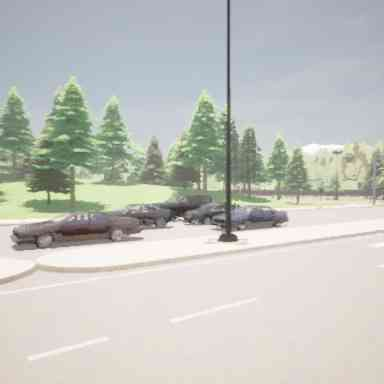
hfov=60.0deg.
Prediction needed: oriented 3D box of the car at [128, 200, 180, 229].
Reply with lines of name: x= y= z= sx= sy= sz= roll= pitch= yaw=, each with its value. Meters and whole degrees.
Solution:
car: x=-3.504 y=1.464 z=19.877 sx=4.902 sy=1.511 sz=2.128 roll=0 pitch=0 yaw=-35

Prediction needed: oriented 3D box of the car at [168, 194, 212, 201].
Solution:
car: x=-0.690 y=1.182 z=26.034 sx=5.566 sy=2.045 sz=2.150 roll=0 pitch=0 yaw=-35

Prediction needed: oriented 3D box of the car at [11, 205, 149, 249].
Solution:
car: x=-4.871 y=1.525 z=14.627 sx=5.357 sy=1.411 sz=2.033 roll=0 pitch=0 yaw=-35

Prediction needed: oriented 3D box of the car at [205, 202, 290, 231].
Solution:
car: x=3.724 y=1.534 z=20.578 sx=5.357 sy=1.411 sz=2.033 roll=0 pitch=0 yaw=-35

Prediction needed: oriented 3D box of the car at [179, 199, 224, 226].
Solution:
car: x=1.705 y=1.469 z=23.437 sx=4.892 sy=1.490 sz=1.837 roll=0 pitch=0 yaw=-35
